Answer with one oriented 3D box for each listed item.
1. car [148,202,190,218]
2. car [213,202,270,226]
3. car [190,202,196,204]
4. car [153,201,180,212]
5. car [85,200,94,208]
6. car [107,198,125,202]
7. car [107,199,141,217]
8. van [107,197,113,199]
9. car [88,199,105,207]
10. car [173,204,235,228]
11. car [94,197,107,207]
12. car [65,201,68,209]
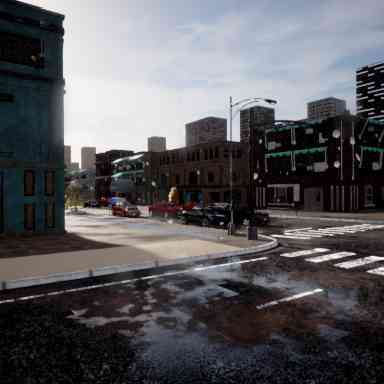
[{"bbox_3d":[-2.697,1.811,34.206,1.882,1.535,5.008,-1,0,-35],"label":"car"},{"bbox_3d":[3.659,1.685,25.246,1.882,1.535,5.008,-1,-1,-36],"label":"car"},{"bbox_3d":[-0.306,1.903,40.835,1.802,1.307,4.206,-2,0,-35],"label":"car"},{"bbox_3d":[-3.504,1.965,45.352,1.802,1.307,4.206,-1,0,-35],"label":"car"},{"bbox_3d":[-19.242,2.229,63.108,1.994,1.385,4.181,-1,0,-35],"label":"car"},{"bbox_3d":[-8.680,1.942,42.677,2.128,1.511,4.902,-1,0,-35],"label":"car"},{"bbox_3d":[-7.147,1.846,35.990,1.967,1.590,4.097,-1,0,-35],"label":"car"},{"bbox_3d":[-13.107,1.906,58.903,1.690,1.788,3.998,-1,0,-35],"label":"van"},{"bbox_3d":[-19.500,2.227,67.938,1.887,1.381,4.507,-1,0,-35],"label":"car"},{"bbox_3d":[0.776,1.814,24.595,1.947,1.339,4.313,-1,0,-35],"label":"car"},{"bbox_3d":[-16.306,1.939,63.420,2.192,1.841,5.009,-1,0,-35],"label":"car"},{"bbox_3d":[-23.041,2.232,58.437,1.752,1.417,4.829,-1,0,-35],"label":"car"}]
